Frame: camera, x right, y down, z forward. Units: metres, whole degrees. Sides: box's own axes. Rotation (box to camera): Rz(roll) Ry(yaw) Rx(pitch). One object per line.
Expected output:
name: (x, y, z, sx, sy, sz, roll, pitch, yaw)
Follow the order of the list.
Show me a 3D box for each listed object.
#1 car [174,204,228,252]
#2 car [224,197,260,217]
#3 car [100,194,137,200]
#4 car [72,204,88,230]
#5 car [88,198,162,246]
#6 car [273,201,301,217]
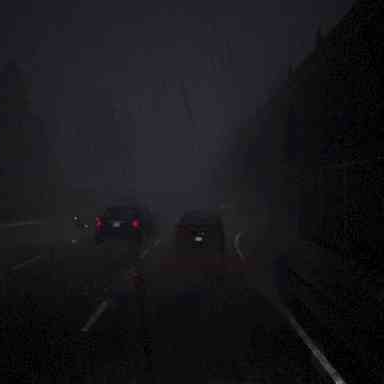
car: (0.440, 1.484, 14.021, 1.882, 1.535, 5.008, 0, 0, 5)
car: (4.786, 1.367, 32.148, 2.097, 1.767, 4.553, 0, 0, 40)
car: (-6.562, 1.234, 28.045, 2.150, 2.045, 5.566, 0, 0, 26)
car: (-5.479, 1.610, 21.235, 1.895, 1.301, 4.718, 0, 0, 17)
car: (-2.828, 1.359, 15.649, 2.097, 1.767, 4.553, 0, 0, 7)
car: (9.644, 1.579, 32.160, 4.181, 1.385, 1.994, 0, 0, -43)
